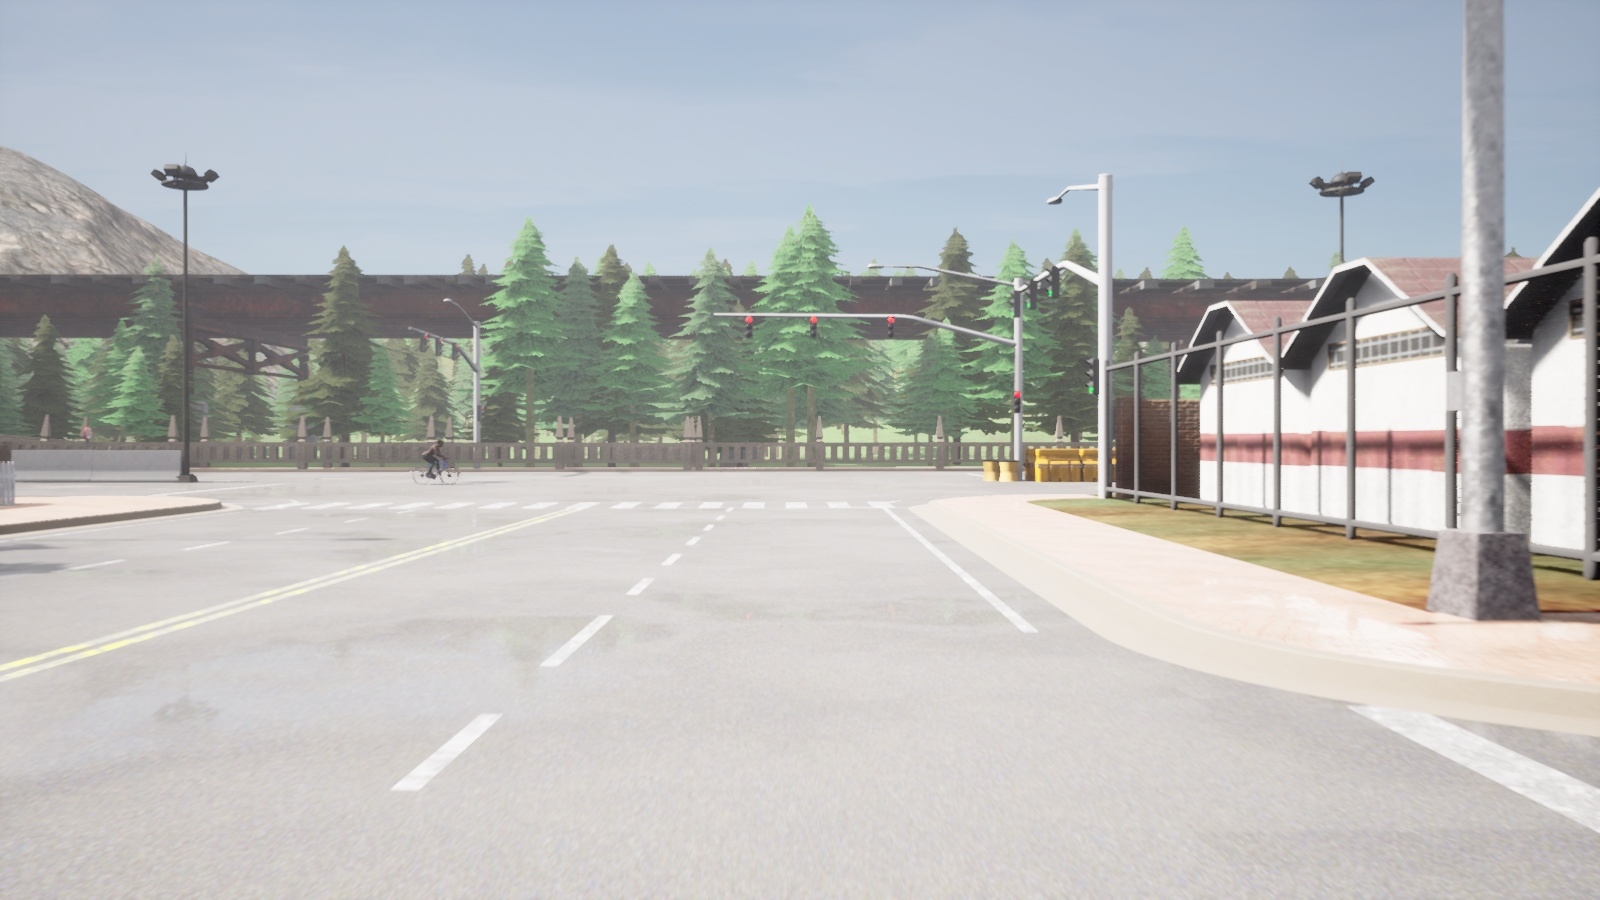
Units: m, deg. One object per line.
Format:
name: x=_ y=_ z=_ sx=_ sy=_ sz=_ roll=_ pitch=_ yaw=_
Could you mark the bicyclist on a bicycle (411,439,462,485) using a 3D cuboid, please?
bicyclist on a bicycle: x=-12.939 y=0.437 z=44.707 sx=1.656 sy=1.620 sz=0.582 roll=0 pitch=0 yaw=-1
